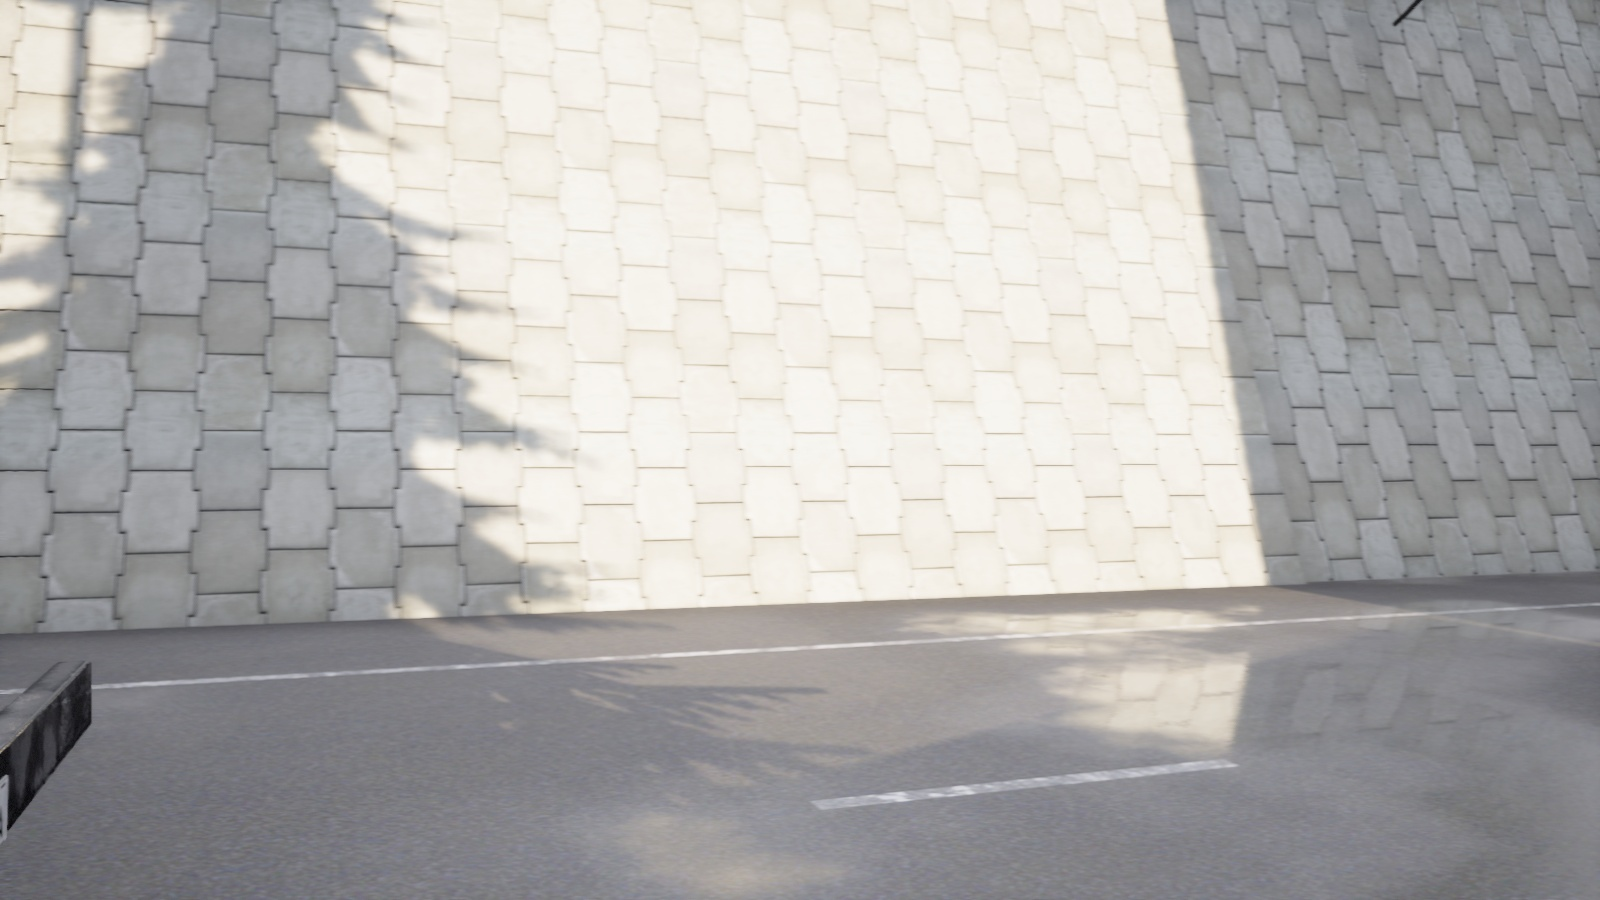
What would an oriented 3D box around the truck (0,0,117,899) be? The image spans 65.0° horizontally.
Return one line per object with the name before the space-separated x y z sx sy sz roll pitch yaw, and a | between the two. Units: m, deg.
truck | -5.374 -0.145 1.187 7.936 3.462 2.891 -1 1 -21
